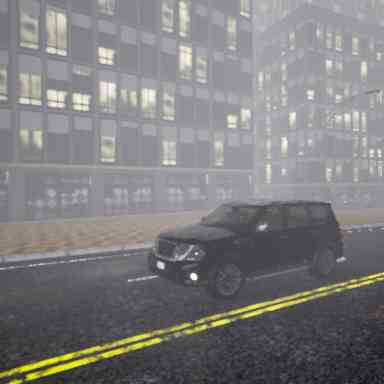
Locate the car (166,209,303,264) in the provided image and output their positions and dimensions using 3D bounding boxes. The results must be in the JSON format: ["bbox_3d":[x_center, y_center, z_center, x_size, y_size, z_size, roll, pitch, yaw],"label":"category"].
[{"bbox_3d":[1.695,1.500,12.575,4.902,1.511,2.128,0,0,-33],"label":"car"}]

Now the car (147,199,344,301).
[{"bbox_3d":[1.636,1.230,8.666,5.566,2.045,2.150,0,0,-34],"label":"car"}]
